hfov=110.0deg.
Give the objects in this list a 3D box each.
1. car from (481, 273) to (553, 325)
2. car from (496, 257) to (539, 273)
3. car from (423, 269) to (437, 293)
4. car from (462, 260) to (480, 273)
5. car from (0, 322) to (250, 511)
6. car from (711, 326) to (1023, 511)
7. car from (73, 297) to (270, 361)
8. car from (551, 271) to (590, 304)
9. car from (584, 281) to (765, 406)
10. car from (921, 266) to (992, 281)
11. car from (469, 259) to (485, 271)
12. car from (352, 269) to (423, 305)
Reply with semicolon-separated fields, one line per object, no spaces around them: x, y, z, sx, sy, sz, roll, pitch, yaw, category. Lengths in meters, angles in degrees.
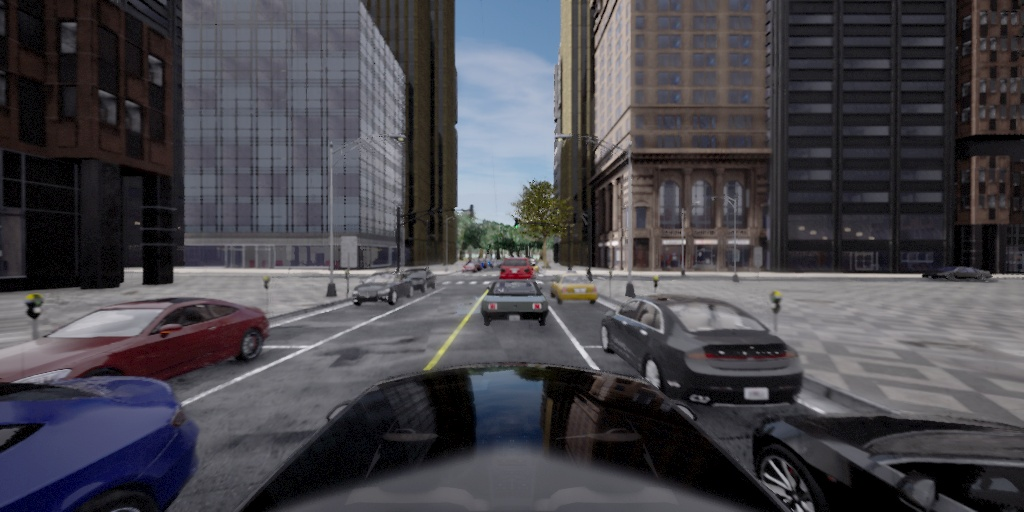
0.087;1.419;12.016;1.895;1.301;4.718;0;0;0;car
0.514;1.124;25.946;2.150;2.045;5.566;0;0;7;car
-5.759;1.445;21.840;1.948;1.339;4.313;0;0;0;car
-5.753;1.604;48.811;1.802;1.307;4.207;0;0;0;car
-3.100;1.268;0.627;1.812;1.442;4.674;0;0;0;car
2.762;1.311;1.026;1.948;1.339;4.313;0;0;0;car
-5.763;1.360;5.705;1.802;1.307;4.207;0;0;0;car
2.765;1.373;16.804;1.751;1.417;4.829;0;0;0;car
2.763;1.331;6.228;2.007;1.370;4.403;0;0;0;car
45.404;1.783;36.644;5.357;1.411;2.033;0;0;0;car
-5.752;1.362;54.491;2.192;1.841;5.009;0;0;0;car
-5.760;1.397;16.461;2.007;1.370;4.403;0;0;0;car
